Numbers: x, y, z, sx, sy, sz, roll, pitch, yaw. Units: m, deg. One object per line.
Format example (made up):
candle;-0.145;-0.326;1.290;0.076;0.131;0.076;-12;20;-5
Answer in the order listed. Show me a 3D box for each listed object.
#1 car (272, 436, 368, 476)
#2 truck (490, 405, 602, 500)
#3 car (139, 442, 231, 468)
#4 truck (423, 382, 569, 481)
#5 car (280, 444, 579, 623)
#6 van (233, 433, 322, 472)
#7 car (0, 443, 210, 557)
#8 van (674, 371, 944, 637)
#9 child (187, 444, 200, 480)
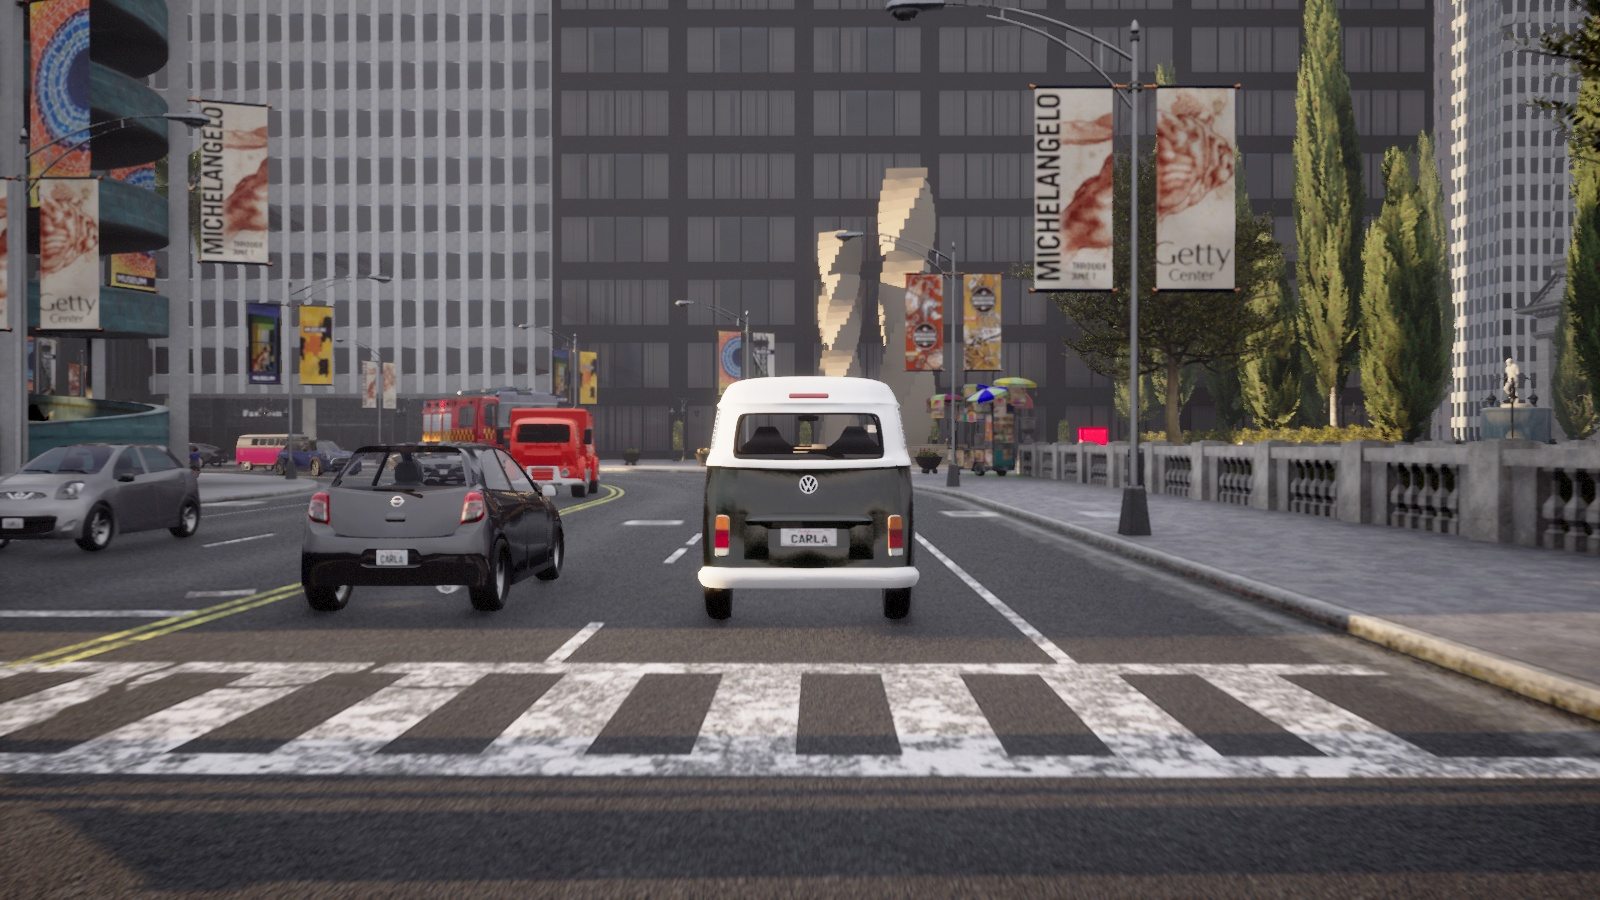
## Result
car;-22.189;0.262;58.015;4.553;1.767;2.097;0;0;38
truck;-7.045;0.056;35.376;2.627;2.467;5.204;0;0;-6
car;-37.340;0.293;76.295;4.892;1.490;1.837;0;0;11
truck;-12.904;-0.723;52.670;2.891;3.827;8.468;0;0;-37
car;-3.419;0.689;12.330;1.845;1.501;3.633;0;0;0
van;-27.368;0.109;65.713;4.442;1.987;1.775;0;0;25
car;-10.391;0.649;18.329;1.845;1.501;3.633;0;0;0
van;0.079;0.404;11.884;2.069;2.038;4.480;0;0;0
child;-21.450;0.417;44.408;0.270;1.263;0.437;0;0;-4
